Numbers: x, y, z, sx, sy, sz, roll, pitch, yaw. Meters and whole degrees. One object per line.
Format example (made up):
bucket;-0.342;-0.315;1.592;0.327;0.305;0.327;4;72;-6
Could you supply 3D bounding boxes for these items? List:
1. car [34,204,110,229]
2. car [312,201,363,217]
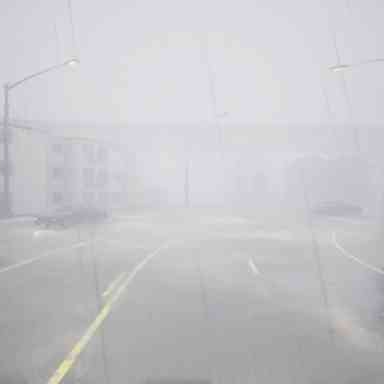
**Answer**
car;-7.699;1.520;22.013;2.033;1.411;5.357;0;0;24
car;13.398;1.518;30.583;5.357;1.411;2.033;0;0;-30
